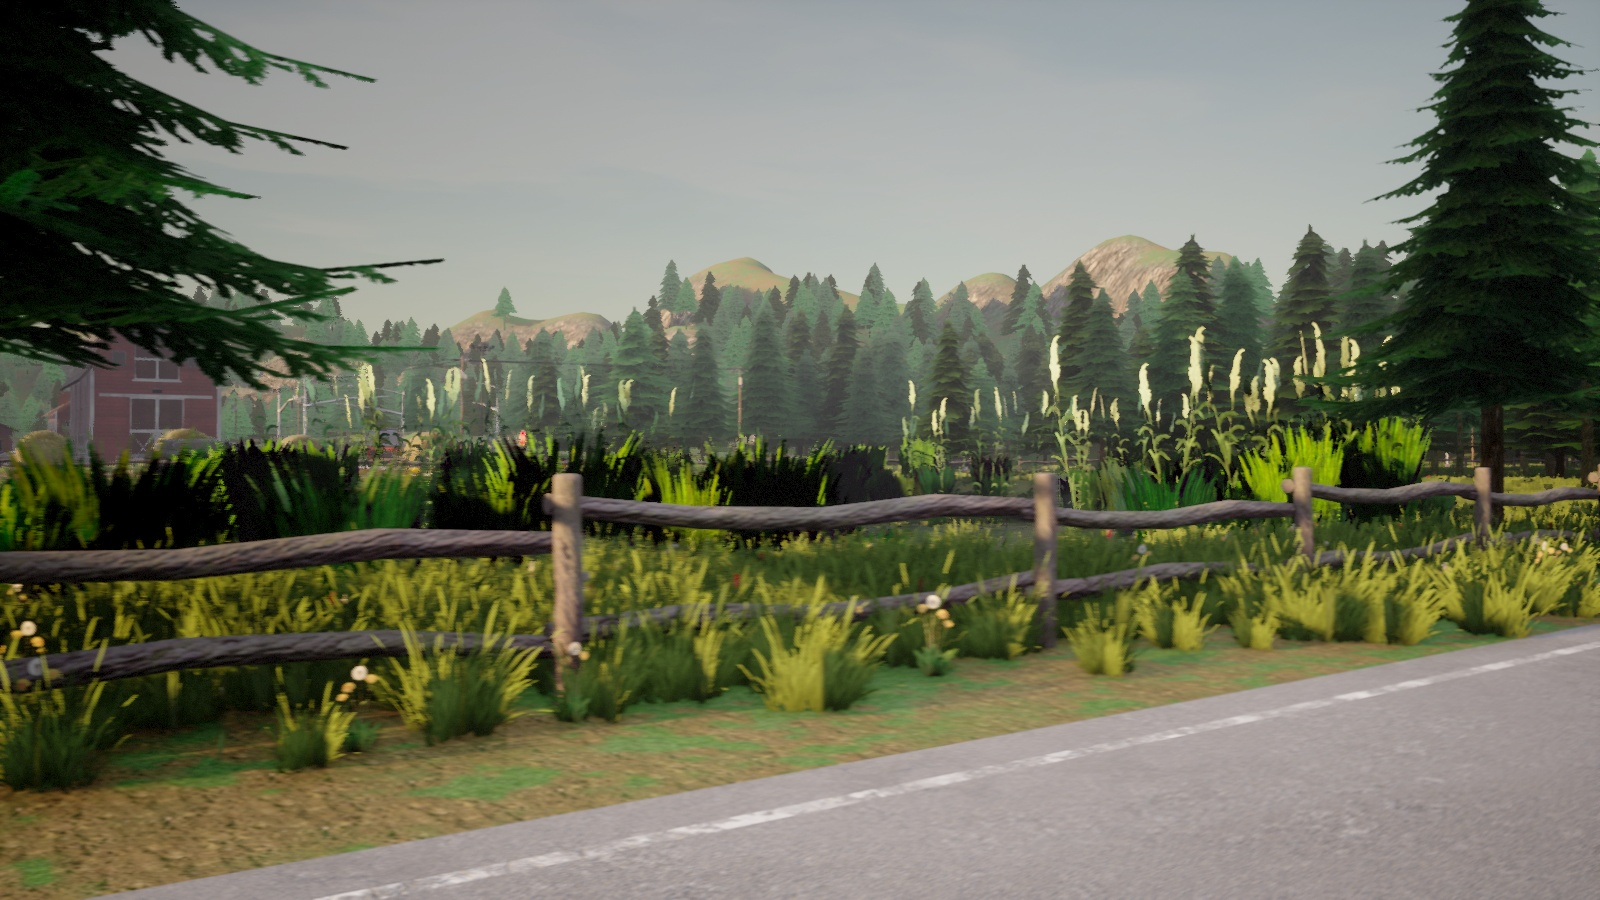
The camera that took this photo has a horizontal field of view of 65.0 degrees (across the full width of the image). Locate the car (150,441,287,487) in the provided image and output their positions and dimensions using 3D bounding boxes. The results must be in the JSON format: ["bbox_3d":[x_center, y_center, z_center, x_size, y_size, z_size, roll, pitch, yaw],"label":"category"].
[{"bbox_3d":[-26.829,0.637,58.011,5.566,2.045,2.150,0,0,-31],"label":"car"}]

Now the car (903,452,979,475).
[{"bbox_3d":[9.422,0.910,83.792,4.892,1.490,1.837,0,0,-32],"label":"car"}]
